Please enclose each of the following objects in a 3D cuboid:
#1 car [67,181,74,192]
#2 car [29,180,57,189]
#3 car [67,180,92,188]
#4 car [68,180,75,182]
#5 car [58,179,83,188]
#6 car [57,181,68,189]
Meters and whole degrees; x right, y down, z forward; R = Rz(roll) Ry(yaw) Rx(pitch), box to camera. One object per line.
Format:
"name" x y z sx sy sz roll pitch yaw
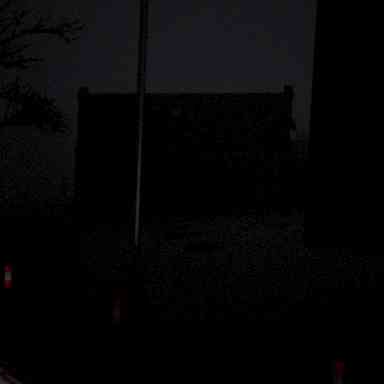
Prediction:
"car" -18.122 -0.634 55.442 1.812 1.442 4.674 3 2 20
"car" -28.602 -1.577 62.864 4.553 1.767 2.185 3 3 20
"car" -24.826 -1.737 73.236 4.892 1.521 2.231 3 3 20
"car" -26.728 -1.551 68.057 4.674 1.452 2.002 3 3 20
"car" -25.741 -1.787 70.627 4.553 1.767 2.185 3 3 20
"car" -27.687 -1.520 65.474 5.008 1.535 2.097 3 3 20
